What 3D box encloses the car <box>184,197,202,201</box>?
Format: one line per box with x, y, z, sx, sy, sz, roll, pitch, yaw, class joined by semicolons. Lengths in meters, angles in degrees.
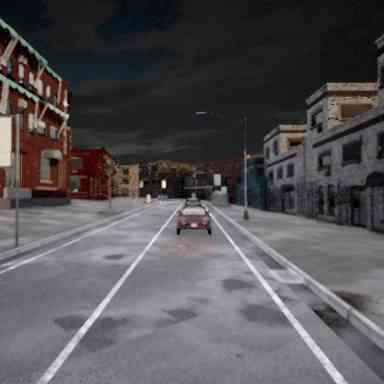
0.112;1.333;39.288;2.128;1.511;4.902;0;0;0;car

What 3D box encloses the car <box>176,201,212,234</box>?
0.106;1.450;18.627;1.812;1.442;4.674;0;0;0;car

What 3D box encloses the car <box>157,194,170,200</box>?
-6.411;1.197;74.181;1.895;1.301;4.718;0;0;-19;car
